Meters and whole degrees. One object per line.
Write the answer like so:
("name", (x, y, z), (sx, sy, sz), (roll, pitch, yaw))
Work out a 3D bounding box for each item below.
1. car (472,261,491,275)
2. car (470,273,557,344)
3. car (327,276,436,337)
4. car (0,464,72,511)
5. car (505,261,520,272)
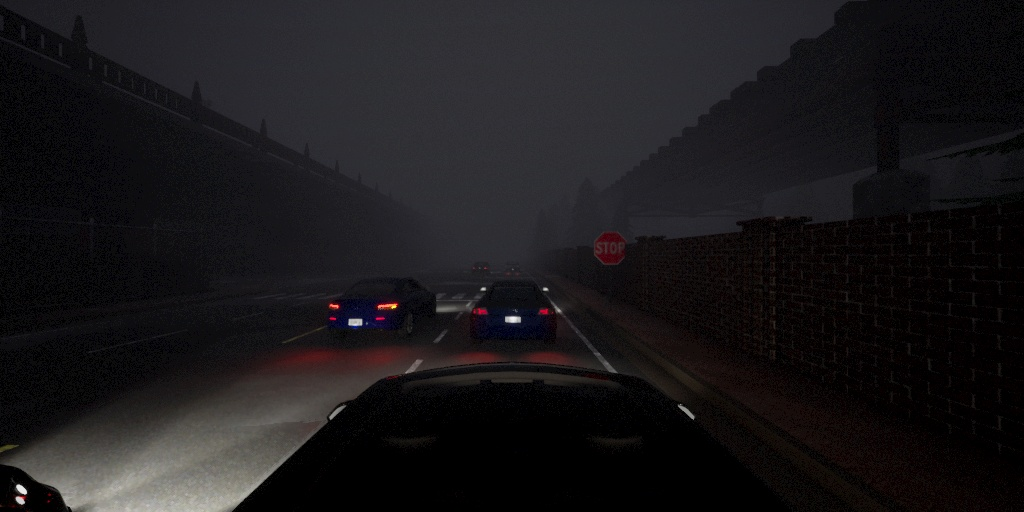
("car", (-3.330, 1.297, 39.194), (2.033, 1.411, 5.357), (0, 0, 0))
("car", (0.063, 1.314, 9.593), (1.994, 1.385, 4.181), (0, 0, 1))
("car", (-3.419, 1.276, 10.113), (1.812, 1.442, 4.674), (0, 0, 0))
("car", (-3.402, 1.314, 0.175), (1.994, 1.385, 4.181), (0, 0, 0))
("car", (0.072, 1.351, 46.137), (1.895, 1.301, 4.718), (0, 0, -1))
